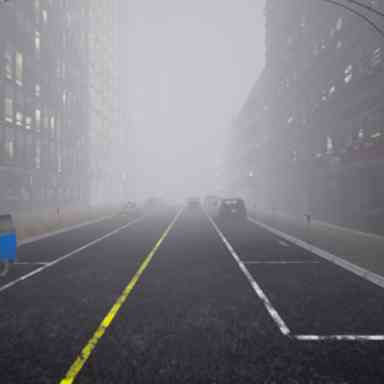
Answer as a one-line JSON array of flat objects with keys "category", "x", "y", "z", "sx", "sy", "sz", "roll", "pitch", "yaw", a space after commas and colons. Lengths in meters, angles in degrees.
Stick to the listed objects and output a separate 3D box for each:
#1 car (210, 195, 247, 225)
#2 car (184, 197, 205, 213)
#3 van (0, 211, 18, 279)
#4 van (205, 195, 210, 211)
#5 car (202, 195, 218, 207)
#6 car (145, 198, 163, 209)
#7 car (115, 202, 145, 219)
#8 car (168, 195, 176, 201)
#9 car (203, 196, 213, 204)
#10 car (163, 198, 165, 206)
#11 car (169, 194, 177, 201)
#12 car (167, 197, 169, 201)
[{"category": "car", "x": 2.740, "y": 1.334, "z": 24.214, "sx": 2.192, "sy": 1.841, "sz": 5.009, "roll": 0, "pitch": 0, "yaw": 0}, {"category": "car", "x": 0.180, "y": 1.574, "z": 36.990, "sx": 1.812, "sy": 1.442, "sz": 4.674, "roll": 0, "pitch": 0, "yaw": 0}, {"category": "van", "x": -5.680, "y": 1.376, "z": 7.580, "sx": 1.690, "sy": 1.788, "sz": 3.998, "roll": 0, "pitch": 0, "yaw": 0}, {"category": "van", "x": 2.780, "y": 1.384, "z": 40.866, "sx": 1.690, "sy": 1.788, "sz": 3.998, "roll": 0, "pitch": 0, "yaw": 0}, {"category": "car", "x": 2.806, "y": 1.376, "z": 51.968, "sx": 2.192, "sy": 1.841, "sz": 5.009, "roll": 0, "pitch": 0, "yaw": 0}, {"category": "car", "x": -5.586, "y": 1.529, "z": 46.436, "sx": 1.967, "sy": 1.590, "sz": 4.097, "roll": 0, "pitch": 0, "yaw": 0}, {"category": "car", "x": -5.626, "y": 1.589, "z": 29.613, "sx": 1.752, "sy": 1.417, "sz": 4.829, "roll": 0, "pitch": 0, "yaw": 0}, {"category": "car", "x": -5.480, "y": 1.611, "z": 90.843, "sx": 1.967, "sy": 1.590, "sz": 4.097, "roll": 0, "pitch": 0, "yaw": 0}, {"category": "car", "x": 3.156, "y": 1.591, "z": 67.131, "sx": 1.837, "sy": 1.490, "sz": 4.892, "roll": 0, "pitch": 0, "yaw": 0}, {"category": "car", "x": -5.573, "y": 1.623, "z": 51.817, "sx": 1.752, "sy": 1.417, "sz": 4.829, "roll": 0, "pitch": 0, "yaw": 0}, {"category": "car", "x": -5.492, "y": 1.741, "z": 85.292, "sx": 1.802, "sy": 1.307, "sz": 4.206, "roll": 0, "pitch": 0, "yaw": 0}, {"category": "car", "x": -5.559, "y": 1.658, "z": 57.538, "sx": 2.008, "sy": 1.369, "sz": 4.403, "roll": 0, "pitch": 0, "yaw": 0}]
